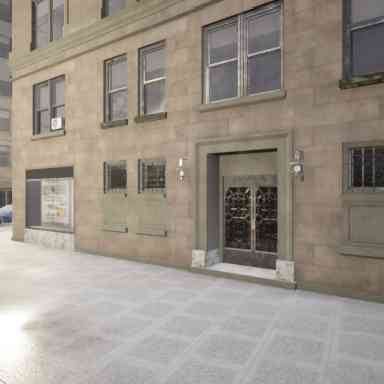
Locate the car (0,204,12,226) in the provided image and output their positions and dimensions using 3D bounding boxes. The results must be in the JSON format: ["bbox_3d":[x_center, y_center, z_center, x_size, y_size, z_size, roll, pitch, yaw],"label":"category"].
[{"bbox_3d":[-11.927,1.512,23.061,2.033,1.411,5.357,0,0,39],"label":"car"}]
